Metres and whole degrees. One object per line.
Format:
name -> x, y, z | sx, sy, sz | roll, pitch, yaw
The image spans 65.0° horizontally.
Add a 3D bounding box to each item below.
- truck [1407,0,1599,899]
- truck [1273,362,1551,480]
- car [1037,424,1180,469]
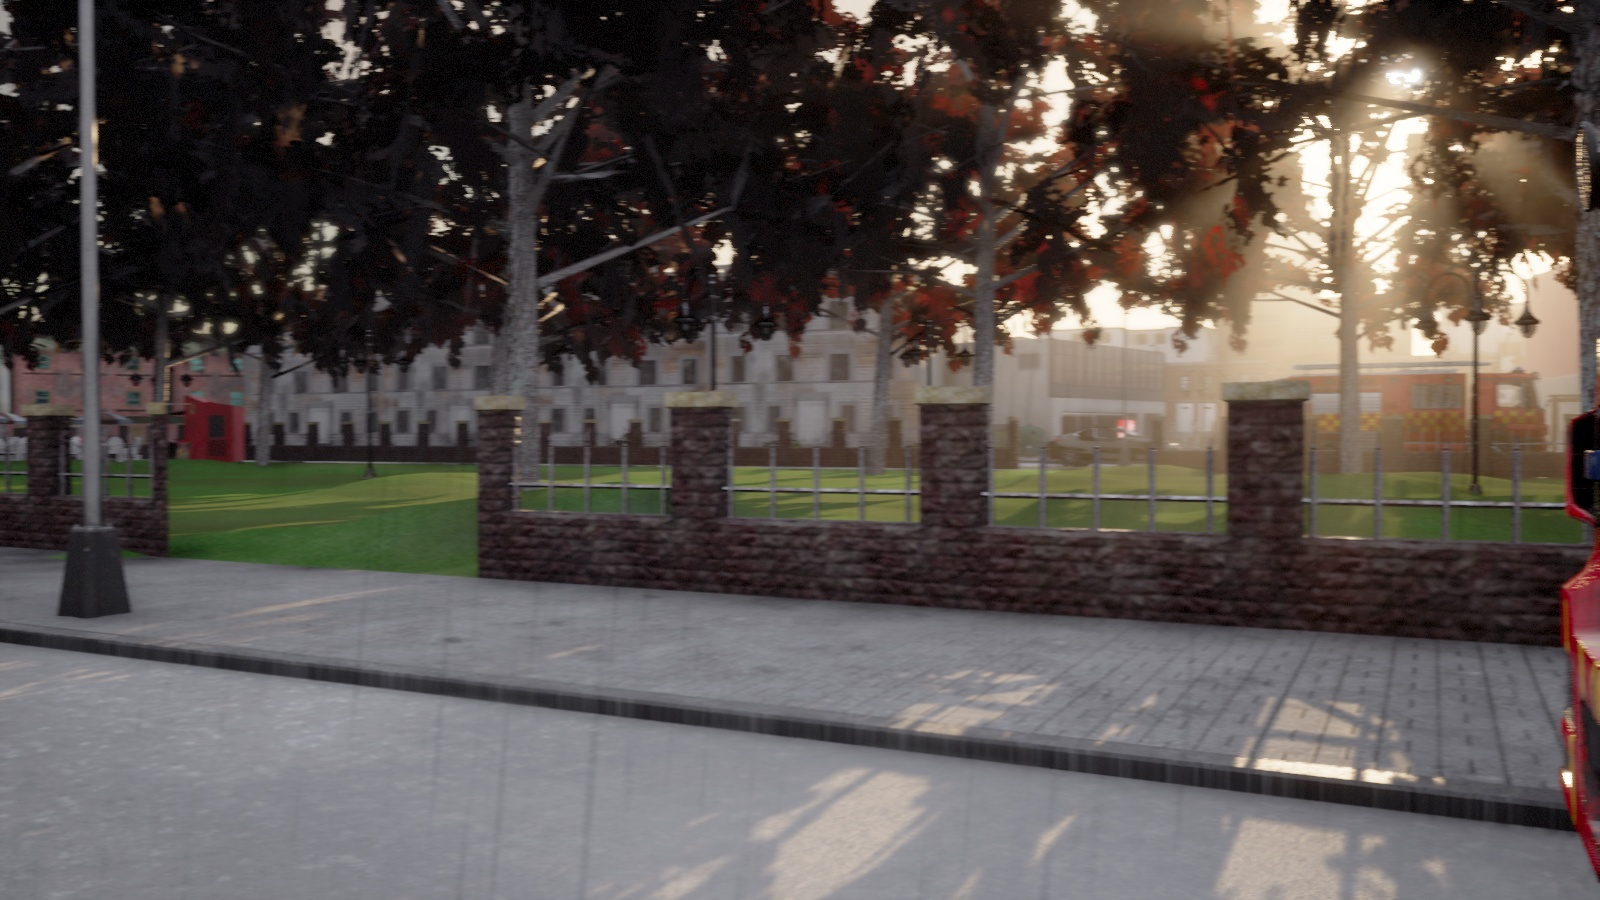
truck -> 5.384, -0.340, 1.349 | 8.468, 3.827, 2.891 | 1, 1, 26
truck -> 21.269, -1.004, 44.067 | 8.468, 3.827, 2.891 | 1, 1, 26
car -> 11.968, -0.178, 48.715 | 5.027, 1.651, 2.152 | 1, 1, 27
